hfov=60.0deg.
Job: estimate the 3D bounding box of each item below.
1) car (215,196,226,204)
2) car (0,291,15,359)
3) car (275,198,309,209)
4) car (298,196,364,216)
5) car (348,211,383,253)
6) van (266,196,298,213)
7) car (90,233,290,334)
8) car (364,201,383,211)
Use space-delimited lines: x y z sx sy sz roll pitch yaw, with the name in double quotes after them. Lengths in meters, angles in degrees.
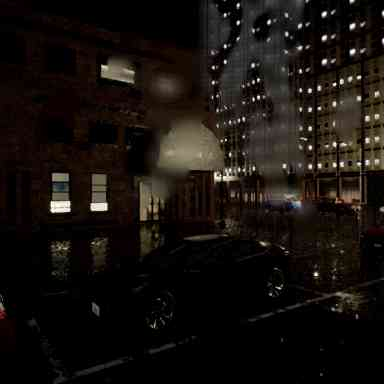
4.086 1.437 59.407 1.752 1.417 4.829 0 0 -35 "car"
-4.282 1.440 3.516 4.097 1.590 1.967 0 0 -35 "car"
13.676 1.514 45.622 1.802 1.307 4.206 0 0 -35 "car"
13.123 1.308 31.738 2.192 1.841 5.009 0 0 -35 "car"
8.031 1.543 12.430 4.507 1.381 1.887 0 0 -35 "car"
9.959 1.326 36.287 1.690 1.788 3.998 0 0 -35 "van"
0.185 1.565 6.764 4.313 1.339 1.947 0 0 -35 "car"
20.004 1.499 36.525 2.008 1.369 4.403 0 0 -35 "car"
